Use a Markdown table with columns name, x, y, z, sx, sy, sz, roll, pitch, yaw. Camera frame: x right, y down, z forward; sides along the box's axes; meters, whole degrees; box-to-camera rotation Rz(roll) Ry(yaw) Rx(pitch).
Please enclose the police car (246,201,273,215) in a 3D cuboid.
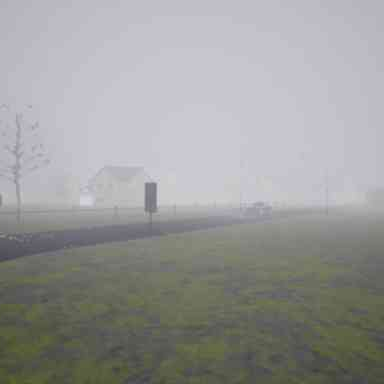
| name | x | y | z | sx | sy | sz | roll | pitch | yaw |
| --- | --- | --- | --- | --- | --- | --- | --- | --- | --- |
| police car | 8.358 | 1.942 | 41.452 | 1.930 | 1.638 | 5.238 | 1 | 0 | 35 |
